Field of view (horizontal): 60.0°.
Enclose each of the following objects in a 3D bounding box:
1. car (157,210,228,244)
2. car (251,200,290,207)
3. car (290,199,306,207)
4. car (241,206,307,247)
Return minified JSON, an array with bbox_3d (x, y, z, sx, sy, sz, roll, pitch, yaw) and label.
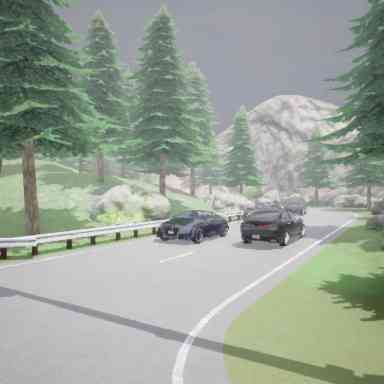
[{"bbox_3d":[0.126,1.573,16.152,1.994,1.385,4.181,0,0,31],"label":"car"},{"bbox_3d":[5.307,1.506,24.640,2.128,1.511,4.902,0,0,31],"label":"car"},{"bbox_3d":[10.407,1.525,33.494,1.837,1.490,4.892,0,0,24],"label":"car"},{"bbox_3d":[3.824,1.588,15.301,1.837,1.490,4.892,0,-1,31],"label":"car"}]
